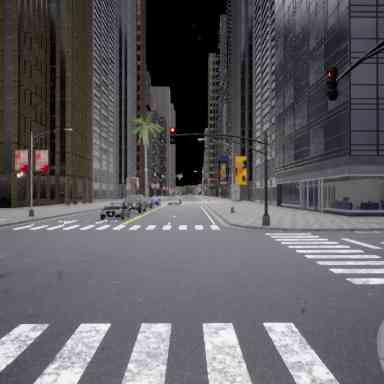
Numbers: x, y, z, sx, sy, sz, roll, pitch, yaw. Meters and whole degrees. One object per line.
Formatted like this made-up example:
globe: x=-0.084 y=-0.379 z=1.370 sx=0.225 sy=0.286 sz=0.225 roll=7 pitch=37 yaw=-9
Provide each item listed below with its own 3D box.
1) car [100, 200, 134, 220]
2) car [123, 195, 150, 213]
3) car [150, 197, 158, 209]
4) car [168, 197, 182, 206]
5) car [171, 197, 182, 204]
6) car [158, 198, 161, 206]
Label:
car: x=-6.634 y=1.628 z=29.136 sx=1.994 sy=1.385 sz=4.181 roll=0 pitch=0 yaw=0
car: x=-6.647 y=1.315 z=38.460 sx=2.150 sy=2.045 sz=5.566 roll=0 pitch=0 yaw=0
car: x=-6.651 y=1.484 z=48.388 sx=2.097 sy=1.767 sz=4.553 roll=0 pitch=0 yaw=0
car: x=-3.226 y=1.782 z=59.806 sx=1.895 sy=1.301 sz=4.718 roll=0 pitch=0 yaw=0
car: x=-3.237 y=1.790 z=69.702 sx=1.994 sy=1.385 sz=4.181 roll=0 pitch=0 yaw=0
car: x=-6.620 y=1.653 z=58.528 sx=1.882 sy=1.535 sz=5.008 roll=0 pitch=0 yaw=0
